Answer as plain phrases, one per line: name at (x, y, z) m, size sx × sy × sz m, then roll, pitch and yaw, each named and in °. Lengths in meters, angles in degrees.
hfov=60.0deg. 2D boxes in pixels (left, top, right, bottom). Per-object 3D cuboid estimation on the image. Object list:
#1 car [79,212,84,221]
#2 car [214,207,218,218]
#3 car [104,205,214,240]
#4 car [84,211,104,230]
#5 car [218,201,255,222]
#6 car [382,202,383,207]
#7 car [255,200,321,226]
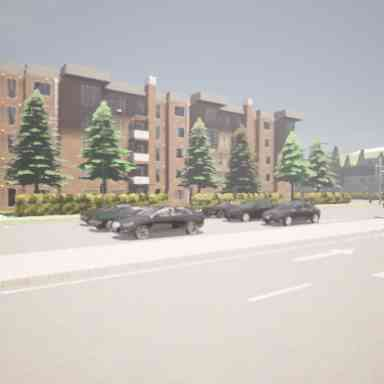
car at (-5.216, 1.552, 22.911) m, size 4.718 × 1.301 × 1.895 m, roll 0°, pitch 0°, yaw -35°
car at (3.112, 1.542, 28.763) m, size 4.718 × 1.301 × 1.895 m, roll 0°, pitch 0°, yaw -35°
car at (-1.597, 1.457, 16.949) m, size 4.902 × 1.511 × 2.128 m, roll 0°, pitch 0°, yaw -35°
car at (-3.618, 1.559, 19.792) m, size 4.718 × 1.301 × 1.895 m, roll 0°, pitch 0°, yaw -35°
car at (4.704, 1.426, 25.610) m, size 5.008 × 1.535 × 1.882 m, roll 0°, pitch 0°, yaw -35°
car at (28.993, 1.438, 47.351) m, size 4.674 × 1.442 × 1.812 m, roll 0°, pitch 0°, yaw -37°
car at (6.909, 1.459, 22.935) m, size 4.892 × 1.490 × 1.837 m, roll 0°, pitch 0°, yaw -35°
